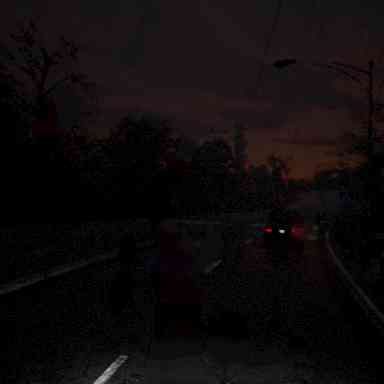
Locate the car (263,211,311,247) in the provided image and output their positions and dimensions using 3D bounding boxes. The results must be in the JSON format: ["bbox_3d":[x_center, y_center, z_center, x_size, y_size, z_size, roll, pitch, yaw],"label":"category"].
[{"bbox_3d":[4.899,1.907,17.241,2.033,1.411,5.357,1,-2,20],"label":"car"}]

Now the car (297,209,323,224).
[{"bbox_3d":[13.161,2.673,36.975,1.812,1.442,4.674,1,-2,24],"label":"car"}]

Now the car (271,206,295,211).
[{"bbox_3d":[10.188,2.450,38.280,2.097,1.767,4.553,1,-2,24],"label":"car"}]

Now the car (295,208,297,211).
[{"bbox_3d":[14.274,2.999,47.552,1.812,1.442,4.674,1,-2,24],"label":"car"}]
